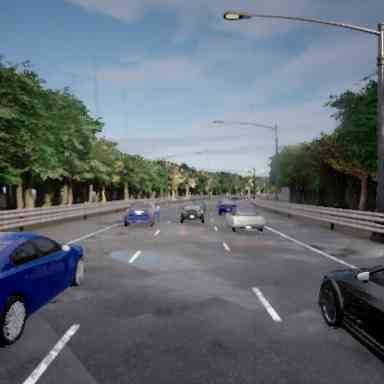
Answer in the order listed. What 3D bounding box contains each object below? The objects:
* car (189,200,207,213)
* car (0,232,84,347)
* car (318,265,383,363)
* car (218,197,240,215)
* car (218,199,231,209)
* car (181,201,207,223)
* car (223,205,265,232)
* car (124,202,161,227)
[{"bbox_3d":[0.834,1.766,41.565,2.033,1.411,5.357,0,0,4],"label":"car"},{"bbox_3d":[-3.589,1.503,6.362,1.882,1.535,5.008,0,0,-1],"label":"car"},{"bbox_3d":[3.337,1.598,4.431,1.994,1.385,4.181,0,0,-1],"label":"car"},{"bbox_3d":[3.928,1.683,36.790,1.882,1.535,5.008,0,0,3],"label":"car"},{"bbox_3d":[4.970,1.779,50.576,1.837,1.490,4.892,0,0,5],"label":"car"},{"bbox_3d":[0.092,1.671,26.860,1.812,1.442,4.674,0,0,2],"label":"car"},{"bbox_3d":[3.297,1.727,21.224,1.895,1.301,4.718,0,0,1],"label":"car"},{"bbox_3d":[-3.498,1.474,24.297,2.097,1.767,4.553,0,0,1],"label":"car"}]
